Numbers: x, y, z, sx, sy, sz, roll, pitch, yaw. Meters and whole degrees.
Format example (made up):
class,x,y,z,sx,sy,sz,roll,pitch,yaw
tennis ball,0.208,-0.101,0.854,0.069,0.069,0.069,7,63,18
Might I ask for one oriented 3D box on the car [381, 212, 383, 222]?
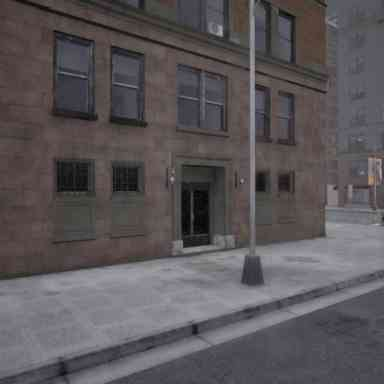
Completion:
class,x,y,z,sx,sy,sz,roll,pitch,yaw
car,14.667,1.369,20.993,2.097,1.767,4.553,0,0,-35
